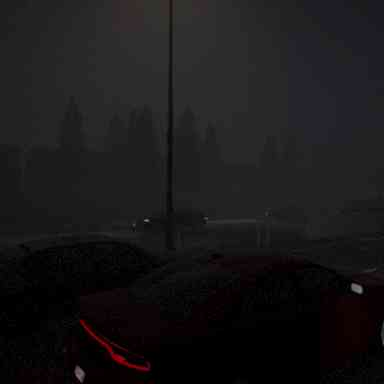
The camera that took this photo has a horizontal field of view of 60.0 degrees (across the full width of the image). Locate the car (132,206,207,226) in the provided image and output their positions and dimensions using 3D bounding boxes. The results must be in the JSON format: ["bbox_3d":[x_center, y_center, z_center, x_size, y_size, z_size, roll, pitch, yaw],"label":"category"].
[{"bbox_3d":[-1.307,1.630,20.426,4.902,1.511,2.128,1,-1,-36],"label":"car"}]

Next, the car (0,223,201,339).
[{"bbox_3d":[-2.062,1.577,6.609,5.357,1.411,2.033,1,0,-36],"label":"car"}]

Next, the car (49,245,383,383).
[{"bbox_3d":[0.972,1.518,4.512,5.008,1.535,1.882,1,0,-36],"label":"car"}]

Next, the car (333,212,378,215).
[{"bbox_3d":[13.840,1.544,27.048,5.566,2.045,2.150,1,-1,-36],"label":"car"}]

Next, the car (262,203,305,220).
[{"bbox_3d":[8.873,1.804,32.105,4.902,1.511,2.128,1,-1,-36],"label":"car"}]
